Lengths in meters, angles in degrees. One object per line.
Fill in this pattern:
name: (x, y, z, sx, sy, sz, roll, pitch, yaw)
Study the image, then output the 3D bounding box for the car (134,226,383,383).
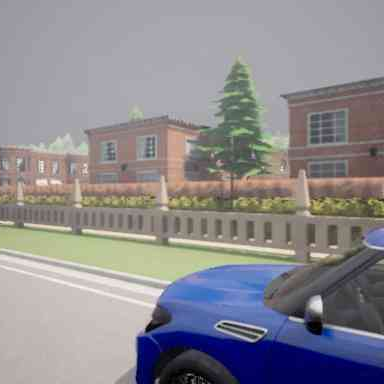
car: (2.080, 1.223, 2.510, 5.566, 2.045, 2.150, 0, 0, 36)
